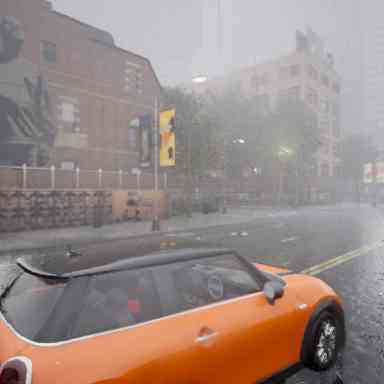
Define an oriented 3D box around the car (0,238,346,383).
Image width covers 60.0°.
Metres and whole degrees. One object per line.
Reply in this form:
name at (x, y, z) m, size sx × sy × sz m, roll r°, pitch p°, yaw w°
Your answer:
car at (-0.064, 1.369, 4.086) m, size 4.553 × 1.767 × 2.097 m, roll 0°, pitch 0°, yaw -38°
